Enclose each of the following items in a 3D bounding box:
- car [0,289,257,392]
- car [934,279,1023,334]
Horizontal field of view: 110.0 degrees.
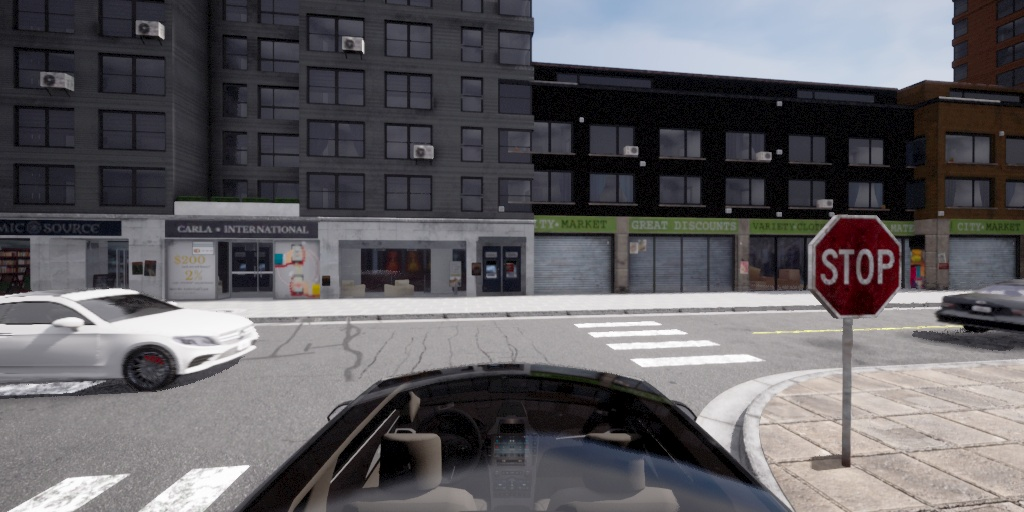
[{"bbox_3d":[-6.981,1.282,5.930,4.674,1.442,1.812,0,0,-8],"label":"car"},{"bbox_3d":[13.342,1.267,8.618,5.357,1.411,2.033,0,0,-8],"label":"car"}]
